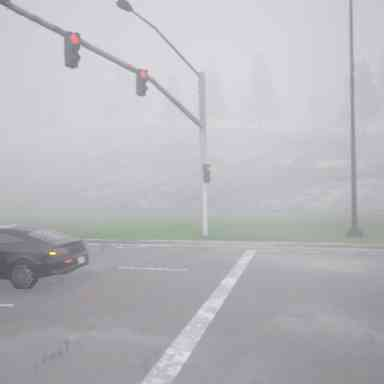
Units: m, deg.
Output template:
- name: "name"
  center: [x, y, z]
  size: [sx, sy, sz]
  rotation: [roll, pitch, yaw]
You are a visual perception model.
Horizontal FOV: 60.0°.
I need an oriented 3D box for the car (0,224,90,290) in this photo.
- name: "car"
  center: [-5.071, 1.600, 8.876]
  size: [4.674, 1.442, 1.812]
  rotation: [-1, -1, 10]
